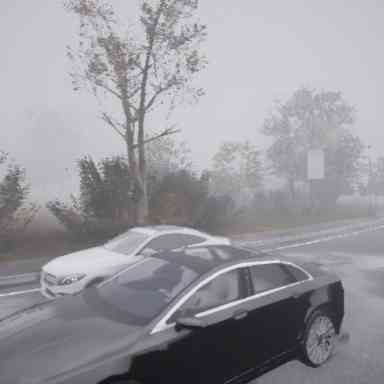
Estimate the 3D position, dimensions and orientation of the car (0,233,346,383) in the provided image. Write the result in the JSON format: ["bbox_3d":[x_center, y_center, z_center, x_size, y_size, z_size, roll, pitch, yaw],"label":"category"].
[{"bbox_3d":[0.010,1.504,4.169,4.902,1.511,2.128,0,0,-37],"label":"car"}]

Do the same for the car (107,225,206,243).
[{"bbox_3d":[-0.994,1.551,7.796,4.674,1.442,1.812,0,0,-38],"label":"car"}]
